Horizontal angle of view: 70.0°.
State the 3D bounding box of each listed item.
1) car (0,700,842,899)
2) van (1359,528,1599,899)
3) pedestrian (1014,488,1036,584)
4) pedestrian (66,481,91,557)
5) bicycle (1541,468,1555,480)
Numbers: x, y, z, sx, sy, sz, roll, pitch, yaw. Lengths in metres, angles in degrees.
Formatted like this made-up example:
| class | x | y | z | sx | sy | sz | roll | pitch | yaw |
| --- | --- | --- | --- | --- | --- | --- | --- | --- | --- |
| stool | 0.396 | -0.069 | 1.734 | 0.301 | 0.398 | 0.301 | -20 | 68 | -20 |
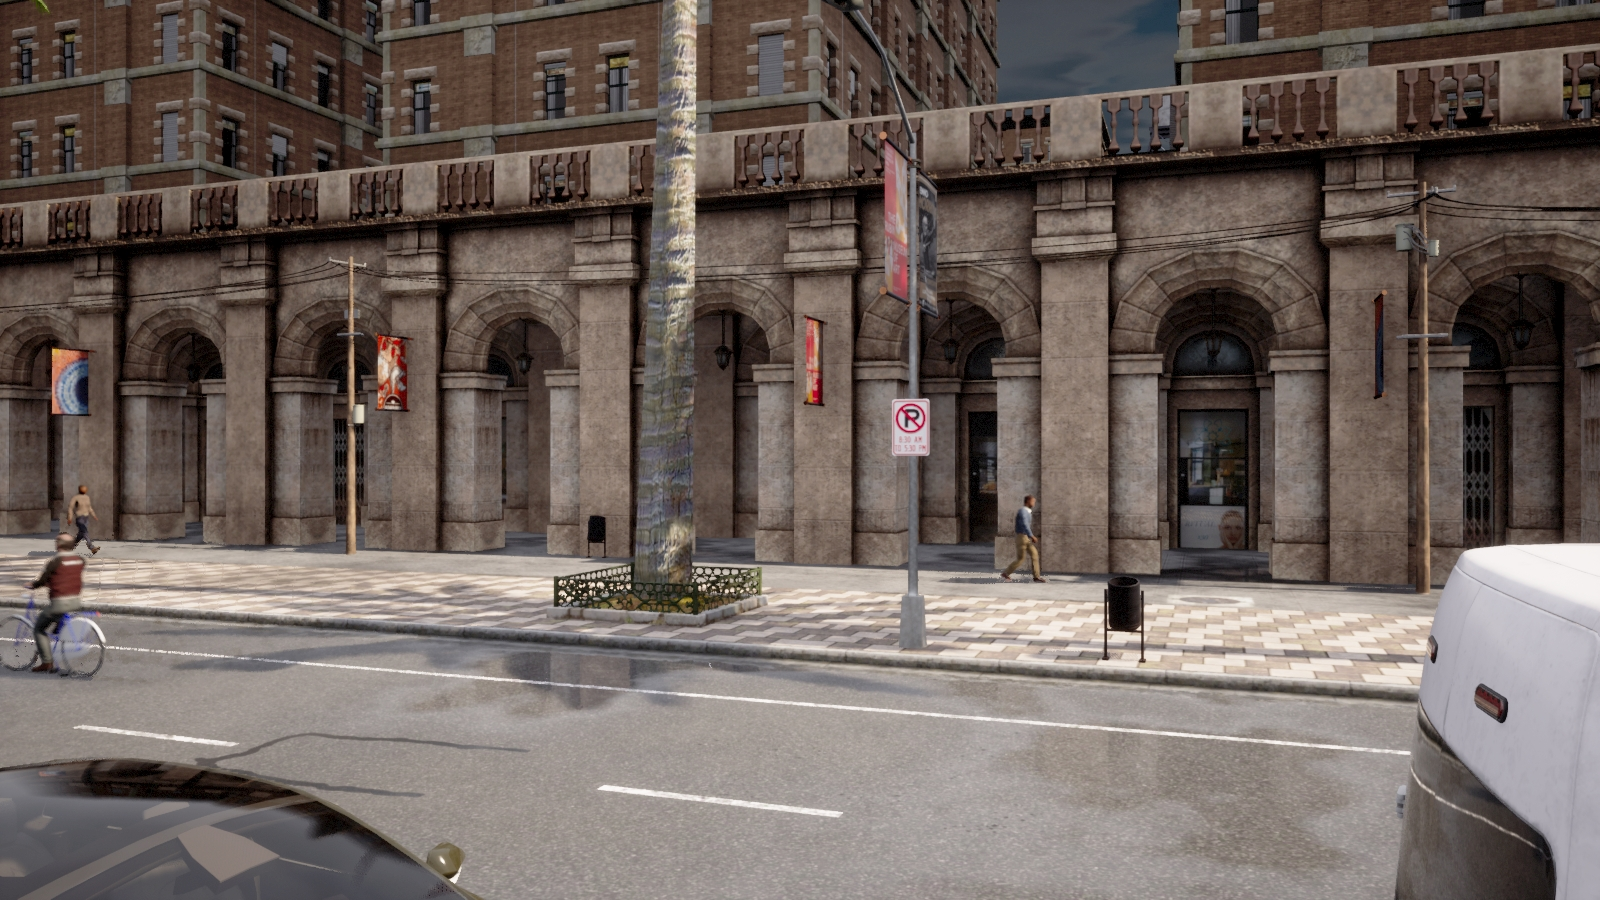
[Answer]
| class | x | y | z | sx | sy | sz | roll | pitch | yaw |
| --- | --- | --- | --- | --- | --- | --- | --- | --- | --- |
| car | -2.519 | 2.061 | 4.220 | 4.892 | 1.480 | 2.231 | 0 | 0 | 20 |
| van | 4.249 | 1.534 | 1.754 | 5.915 | 2.561 | 1.988 | 0 | 0 | 20 |
| pedestrian | 4.453 | 1.696 | 22.578 | 0.375 | 1.860 | 0.375 | 0 | 0 | 20 |
| pedestrian | -17.923 | 1.696 | 28.383 | 0.375 | 1.860 | 0.375 | 0 | 0 | 19 |
| bicycle | 71.231 | 2.257 | 108.777 | 0.859 | 1.080 | 1.487 | 0 | 1 | 21 |
